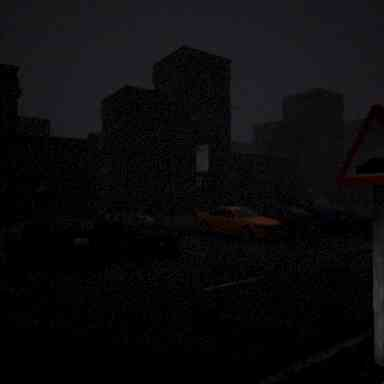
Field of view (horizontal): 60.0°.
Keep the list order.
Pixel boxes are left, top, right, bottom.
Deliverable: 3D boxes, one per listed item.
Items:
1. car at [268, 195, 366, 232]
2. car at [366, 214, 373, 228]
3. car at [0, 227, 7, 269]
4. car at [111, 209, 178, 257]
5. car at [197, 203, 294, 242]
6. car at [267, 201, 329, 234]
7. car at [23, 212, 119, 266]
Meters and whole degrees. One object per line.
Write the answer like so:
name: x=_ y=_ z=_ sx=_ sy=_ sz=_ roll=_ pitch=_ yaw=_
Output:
car: x=6.782 y=1.211 z=19.733 sx=2.435 sy=2.045 sz=5.566 roll=0 pitch=0 yaw=-35
car: x=9.057 y=1.490 z=21.332 sx=2.163 sy=1.488 sz=4.792 roll=0 pitch=0 yaw=-35
car: x=-6.988 y=1.466 z=10.340 sx=1.946 sy=1.575 sz=5.366 roll=0 pitch=0 yaw=-35
car: x=-2.431 y=1.467 z=13.304 sx=2.097 sy=1.535 sz=5.008 roll=0 pitch=0 yaw=-35
car: x=2.216 y=1.465 z=16.563 sx=2.097 sy=1.535 sz=5.008 roll=0 pitch=0 yaw=-35
car: x=4.496 y=1.465 z=18.153 sx=2.231 sy=1.521 sz=4.892 roll=0 pitch=0 yaw=-35
car: x=-4.621 y=1.497 z=11.803 sx=2.163 sy=1.488 sz=4.792 roll=0 pitch=0 yaw=-35
